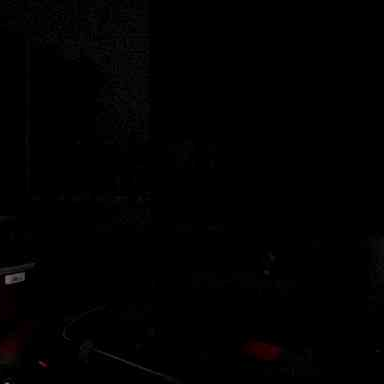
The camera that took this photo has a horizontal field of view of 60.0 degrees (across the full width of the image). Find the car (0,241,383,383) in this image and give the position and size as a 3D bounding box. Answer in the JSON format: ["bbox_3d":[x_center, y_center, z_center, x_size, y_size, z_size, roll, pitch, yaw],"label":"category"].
[{"bbox_3d":[-0.033,1.440,2.985,4.097,1.590,1.967,0,0,35],"label":"car"}]

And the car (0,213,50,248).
[{"bbox_3d":[-4.464,1.315,6.138,5.009,1.841,2.192,0,0,35],"label":"car"}]
